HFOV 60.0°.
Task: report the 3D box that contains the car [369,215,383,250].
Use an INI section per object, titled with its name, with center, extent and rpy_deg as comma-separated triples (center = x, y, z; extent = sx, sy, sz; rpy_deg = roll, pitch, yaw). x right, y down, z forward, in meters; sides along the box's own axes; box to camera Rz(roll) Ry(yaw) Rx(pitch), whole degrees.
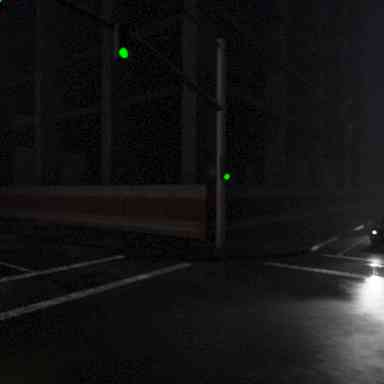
[car]
center = 8.679, 1.596, 13.745
extent = 1.895, 1.301, 4.718
rpy_deg = 0, 0, 36
